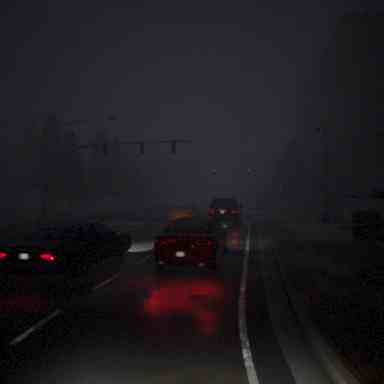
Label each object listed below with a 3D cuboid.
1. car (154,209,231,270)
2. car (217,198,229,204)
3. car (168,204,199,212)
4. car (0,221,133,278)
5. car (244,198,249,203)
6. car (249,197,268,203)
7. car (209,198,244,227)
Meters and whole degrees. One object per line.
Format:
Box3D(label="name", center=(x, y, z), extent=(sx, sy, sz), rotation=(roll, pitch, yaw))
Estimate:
Box3D(label="car", center=(0.141, 1.580, 11.639), extent=(1.882, 1.535, 5.008), rotation=(0, 0, 11))
Box3D(label="car", center=(8.168, 2.265, 87.474), extent=(1.837, 1.490, 4.892), rotation=(0, -1, 22))
Box3D(label="car", center=(-0.603, 1.713, 27.018), extent=(1.882, 1.535, 5.008), rotation=(0, 0, 11))
Box3D(label="car", center=(-3.631, 1.639, 10.562), extent=(2.033, 1.411, 5.357), rotation=(0, 0, 11))
Box3D(label="car", center=(15.323, 2.340, 92.853), extent=(1.812, 1.442, 4.674), rotation=(0, -1, 37))
Box3D(label="car", center=(18.274, 2.279, 90.968), extent=(1.882, 1.535, 5.008), rotation=(0, -1, 37))
Box3D(label="car", center=(2.525, 1.442, 24.754), extent=(2.150, 2.045, 5.566), rotation=(0, 0, 11))
